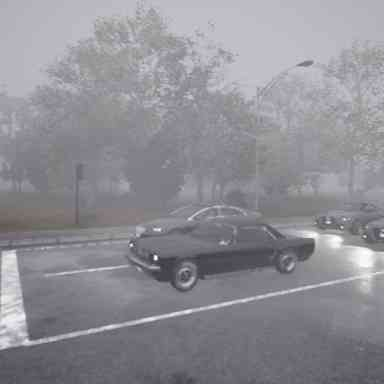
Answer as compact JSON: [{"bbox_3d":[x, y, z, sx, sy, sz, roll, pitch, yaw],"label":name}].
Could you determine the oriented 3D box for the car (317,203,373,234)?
[{"bbox_3d":[8.101,1.237,16.501,4.181,1.385,1.994,0,2,-29],"label":"car"}]

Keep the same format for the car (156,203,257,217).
[{"bbox_3d":[0.371,1.166,12.150,4.902,1.511,2.128,0,2,-29],"label":"car"}]

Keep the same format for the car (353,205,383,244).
[{"bbox_3d":[8.447,1.342,12.690,4.181,1.385,1.994,0,2,-31],"label":"car"}]

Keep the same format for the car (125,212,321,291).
[{"bbox_3d":[0.789,1.381,8.374,4.718,1.301,1.895,0,2,-29],"label":"car"}]
